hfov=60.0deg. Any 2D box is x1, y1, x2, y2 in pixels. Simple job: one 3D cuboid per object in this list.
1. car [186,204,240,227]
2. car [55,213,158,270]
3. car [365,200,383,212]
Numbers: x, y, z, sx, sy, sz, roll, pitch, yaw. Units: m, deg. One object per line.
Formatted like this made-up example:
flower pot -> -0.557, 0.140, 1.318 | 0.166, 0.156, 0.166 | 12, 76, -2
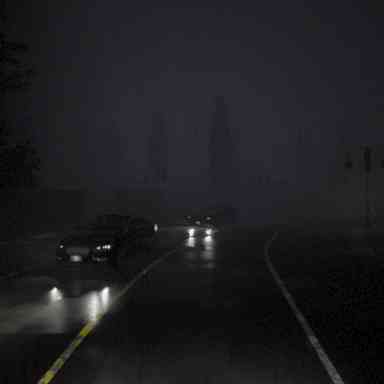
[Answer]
car -> 1.654, 1.544, 23.295 | 2.033, 1.411, 5.357 | 0, 0, 29
car -> -2.585, 1.492, 11.186 | 2.128, 1.511, 4.902 | 0, 0, 11
car -> 21.830, 1.595, 37.462 | 4.718, 1.301, 1.895 | 0, 0, -26
